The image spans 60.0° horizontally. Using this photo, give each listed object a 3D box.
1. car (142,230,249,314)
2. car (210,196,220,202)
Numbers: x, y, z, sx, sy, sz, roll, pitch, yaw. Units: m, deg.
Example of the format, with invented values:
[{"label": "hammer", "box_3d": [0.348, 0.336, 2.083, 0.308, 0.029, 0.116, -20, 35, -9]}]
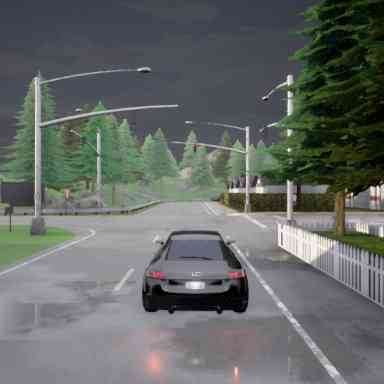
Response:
[{"label": "car", "box_3d": [0.075, 1.564, 7.686, 1.994, 1.385, 4.181, 0, 0, 1]}, {"label": "car", "box_3d": [6.703, 1.524, 72.905, 5.357, 1.411, 2.033, 0, 0, -22]}]
